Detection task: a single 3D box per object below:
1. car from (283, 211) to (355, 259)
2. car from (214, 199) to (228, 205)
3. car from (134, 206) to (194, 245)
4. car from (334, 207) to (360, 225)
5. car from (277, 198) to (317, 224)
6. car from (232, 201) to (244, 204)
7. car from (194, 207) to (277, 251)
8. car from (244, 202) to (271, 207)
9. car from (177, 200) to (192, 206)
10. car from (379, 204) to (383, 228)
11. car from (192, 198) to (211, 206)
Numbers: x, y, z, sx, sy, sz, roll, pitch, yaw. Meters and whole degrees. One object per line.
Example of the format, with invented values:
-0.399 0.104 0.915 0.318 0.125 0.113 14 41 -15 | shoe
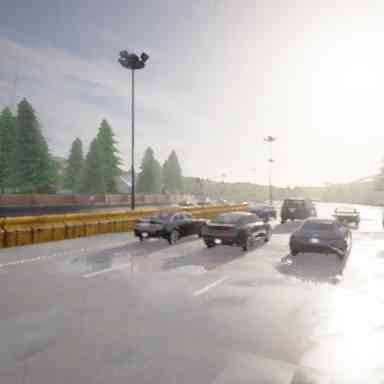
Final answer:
5.315 1.707 13.542 1.994 1.385 4.181 0 -1 29 | car
5.626 2.192 64.024 1.837 1.490 4.892 0 0 19 | car
-0.903 1.677 16.761 2.128 1.511 4.902 0 -1 29 | car
12.247 1.874 26.415 1.895 1.301 4.718 0 -1 28 | car
8.856 1.514 27.498 2.150 2.045 5.566 0 0 28 | car
8.859 2.271 62.670 1.895 1.301 4.718 0 -1 19 | car
2.182 1.670 15.107 1.837 1.490 4.892 0 0 29 | car
6.397 1.848 30.318 1.812 1.442 4.674 0 0 28 | car
-1.355 2.271 65.139 1.994 1.385 4.181 0 -1 19 | car
15.005 1.470 24.154 2.150 2.045 5.566 0 0 28 | car
2.232 2.054 64.865 2.097 1.767 4.553 0 -1 19 | car
